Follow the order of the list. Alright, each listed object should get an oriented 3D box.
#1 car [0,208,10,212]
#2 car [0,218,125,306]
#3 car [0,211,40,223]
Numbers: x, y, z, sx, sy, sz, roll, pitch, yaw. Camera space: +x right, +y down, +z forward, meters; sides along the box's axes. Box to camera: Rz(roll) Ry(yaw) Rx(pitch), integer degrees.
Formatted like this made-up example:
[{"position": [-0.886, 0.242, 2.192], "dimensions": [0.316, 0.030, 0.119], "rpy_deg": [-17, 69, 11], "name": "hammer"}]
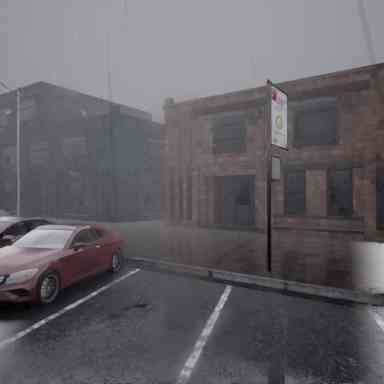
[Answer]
[{"position": [-8.206, 1.366, 11.724], "dimensions": [2.185, 1.767, 4.553], "rpy_deg": [1, -1, 15], "name": "car"}, {"position": [-3.274, 1.527, 8.287], "dimensions": [2.002, 1.452, 4.674], "rpy_deg": [1, -1, 15], "name": "car"}, {"position": [-5.754, 1.518, 9.960], "dimensions": [2.163, 1.488, 4.792], "rpy_deg": [1, -1, 15], "name": "car"}]
